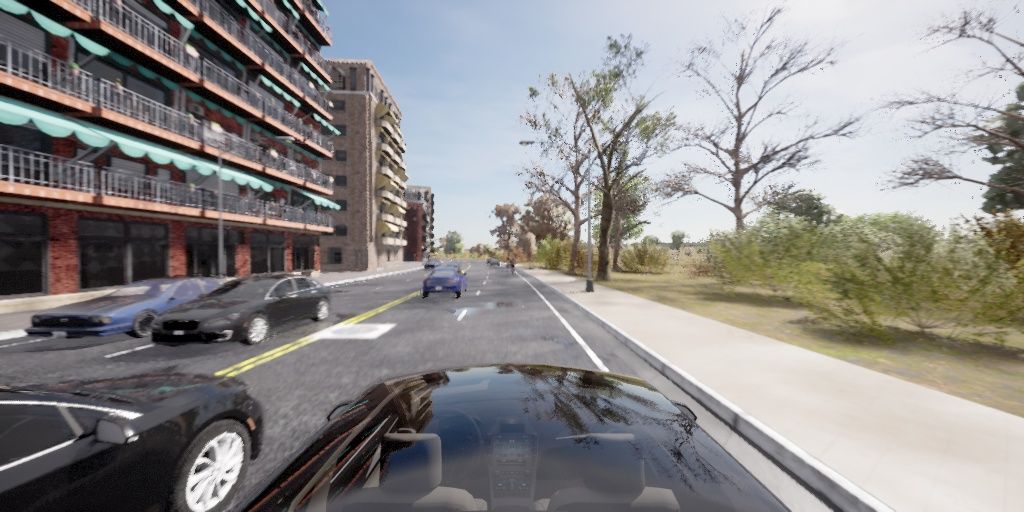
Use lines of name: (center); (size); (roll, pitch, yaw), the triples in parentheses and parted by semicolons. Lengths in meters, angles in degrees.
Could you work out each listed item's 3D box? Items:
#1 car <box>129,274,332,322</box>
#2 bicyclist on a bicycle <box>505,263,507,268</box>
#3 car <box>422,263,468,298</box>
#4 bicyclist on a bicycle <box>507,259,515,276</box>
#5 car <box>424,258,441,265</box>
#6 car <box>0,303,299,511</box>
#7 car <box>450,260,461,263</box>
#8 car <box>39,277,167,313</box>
car: (-6.650, 1.272, 9.557); (1.837, 1.490, 4.892); (0, 0, -1)
bicyclist on a bicycle: (-0.528, 1.183, 46.728); (0.866, 1.612, 1.509); (0, 0, -4)
car: (-3.350, 1.286, 18.466); (1.812, 1.442, 4.674); (0, 0, -1)
bicyclist on a bicycle: (0.072, 1.201, 36.238); (0.582, 1.620, 1.656); (0, 0, -3)
car: (-11.668, 1.130, 52.995); (2.097, 1.767, 4.553); (0, 0, -4)
car: (-3.164, 1.262, 1.280); (1.837, 1.490, 4.892); (0, 0, 0)
car: (-8.333, 1.315, 52.171); (2.033, 1.411, 5.357); (0, 0, -3)
car: (-9.903, 1.323, 10.489); (2.033, 1.411, 5.357); (0, 0, -1)
